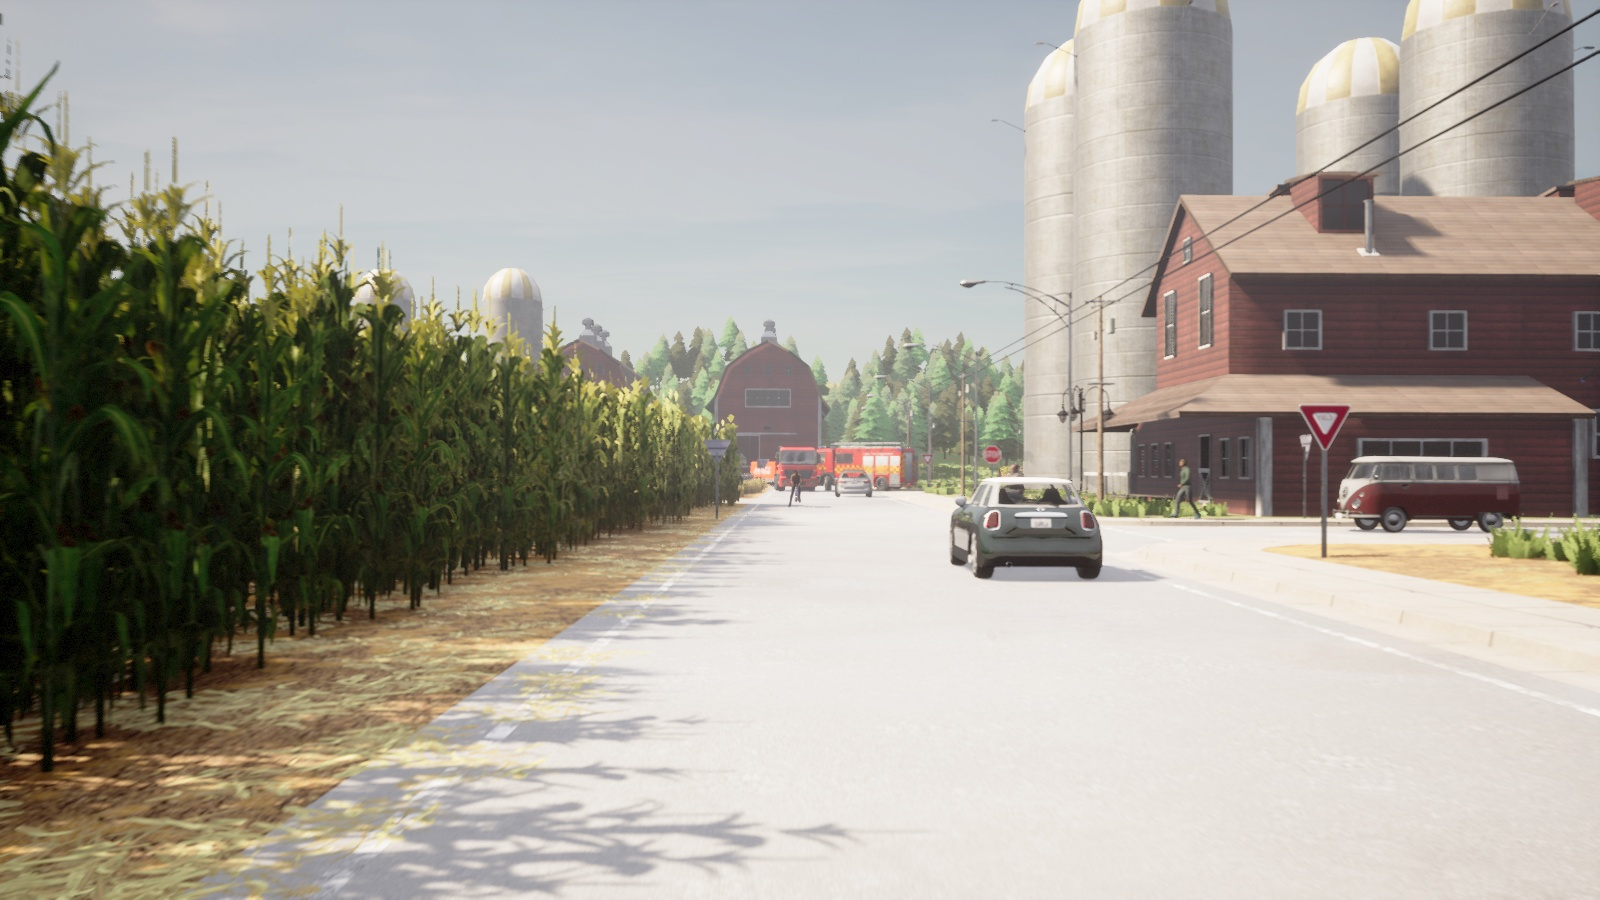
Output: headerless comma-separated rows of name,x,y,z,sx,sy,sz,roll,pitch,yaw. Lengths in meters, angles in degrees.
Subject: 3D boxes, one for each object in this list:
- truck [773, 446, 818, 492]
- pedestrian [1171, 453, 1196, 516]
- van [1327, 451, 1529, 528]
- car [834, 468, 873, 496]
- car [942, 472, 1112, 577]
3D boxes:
truck,-0.406,1.466,97.557,2.891,3.462,7.936,0,-1,-5
pedestrian,11.303,1.024,37.012,0.614,1.847,0.353,0,-1,-9
van,16.536,1.031,33.201,4.442,1.987,1.775,0,-1,-1
car,3.257,1.930,76.734,2.242,1.667,4.611,0,-1,1
car,3.449,1.098,19.809,1.970,1.475,3.806,0,-1,0
